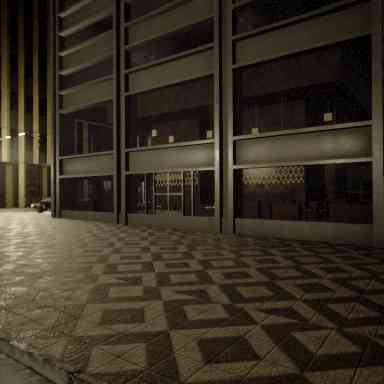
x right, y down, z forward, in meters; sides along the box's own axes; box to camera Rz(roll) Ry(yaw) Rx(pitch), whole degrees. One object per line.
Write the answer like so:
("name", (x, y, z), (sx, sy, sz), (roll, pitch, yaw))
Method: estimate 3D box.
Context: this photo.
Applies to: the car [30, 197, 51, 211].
("car", (-16.002, 1.343, 38.249), (2.128, 1.511, 4.902), (0, 0, 36))
